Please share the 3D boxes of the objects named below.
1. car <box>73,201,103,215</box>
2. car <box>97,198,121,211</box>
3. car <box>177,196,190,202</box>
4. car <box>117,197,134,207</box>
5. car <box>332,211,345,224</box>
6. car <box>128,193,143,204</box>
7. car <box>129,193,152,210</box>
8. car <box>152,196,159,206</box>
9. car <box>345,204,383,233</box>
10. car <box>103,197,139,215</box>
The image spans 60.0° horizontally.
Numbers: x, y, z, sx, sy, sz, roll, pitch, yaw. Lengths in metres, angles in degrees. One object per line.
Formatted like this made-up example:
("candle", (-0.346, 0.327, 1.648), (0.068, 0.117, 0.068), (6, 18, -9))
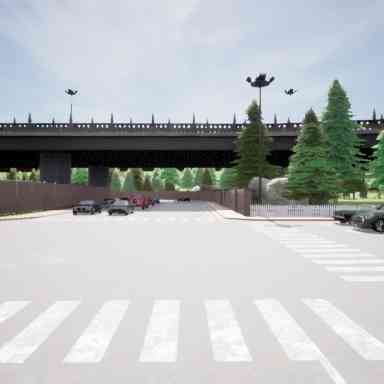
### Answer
("car", (-10.566, 1.564, 33.821), (1.994, 1.385, 4.181), (0, 0, 1))
("car", (-10.538, 1.526, 42.575), (1.812, 1.442, 4.674), (0, 0, 0))
("car", (-1.897, 1.553, 75.220), (1.994, 1.385, 4.181), (0, 0, -19))
("car", (-10.532, 1.526, 52.756), (1.812, 1.442, 4.674), (0, 0, 0))
("car", (11.988, 1.545, 22.199), (4.718, 1.301, 1.895), (0, 0, 2))
("car", (-10.681, 1.221, 63.464), (2.150, 2.045, 5.566), (0, 0, -3))
("car", (-7.039, 1.221, 43.757), (2.150, 2.045, 5.566), (0, 0, 0))
("car", (-7.038, 1.564, 53.765), (1.994, 1.385, 4.181), (0, 0, 0))
("car", (11.484, 1.297, 18.691), (4.553, 1.767, 2.097), (0, 0, 2))
("car", (-7.038, 1.547, 33.583), (2.033, 1.411, 5.357), (0, 0, 0))
